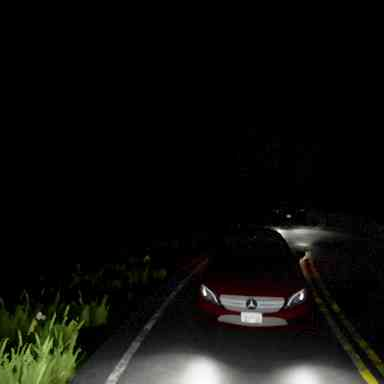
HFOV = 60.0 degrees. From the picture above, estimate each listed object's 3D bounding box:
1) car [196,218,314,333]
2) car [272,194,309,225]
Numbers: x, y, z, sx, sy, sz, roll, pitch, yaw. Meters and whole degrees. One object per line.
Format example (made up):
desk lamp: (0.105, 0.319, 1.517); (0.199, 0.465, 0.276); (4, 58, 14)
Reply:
car: (1.295, 1.534, 7.044); (1.812, 1.442, 4.674); (-1, 0, 11)
car: (7.086, 1.172, 23.821); (2.150, 2.045, 5.566); (-2, 0, 20)
